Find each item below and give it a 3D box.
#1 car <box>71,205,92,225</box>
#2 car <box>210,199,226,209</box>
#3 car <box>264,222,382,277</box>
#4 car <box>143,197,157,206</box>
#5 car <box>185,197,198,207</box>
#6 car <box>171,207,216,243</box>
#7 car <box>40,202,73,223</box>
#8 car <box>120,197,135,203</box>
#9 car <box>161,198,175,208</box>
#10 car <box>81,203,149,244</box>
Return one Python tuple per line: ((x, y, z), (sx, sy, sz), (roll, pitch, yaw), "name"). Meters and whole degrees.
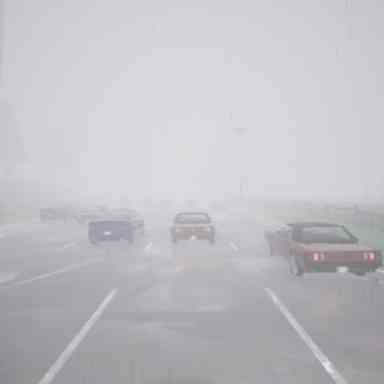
((-6.983, 1.671, 24.634), (1.895, 1.301, 4.718), (-1, 0, 0), "car")
((3.446, 1.565, 44.793), (1.895, 1.301, 4.718), (-1, 0, 0), "car")
((3.572, 1.565, 10.132), (1.895, 1.301, 4.718), (-1, 0, 0), "car")
((-7.099, 1.575, 55.570), (1.837, 1.490, 4.892), (-1, 0, 0), "car")
((-0.076, 1.525, 50.652), (1.812, 1.442, 4.674), (-1, 0, 0), "car")
((0.041, 1.600, 15.960), (1.895, 1.301, 4.718), (-1, 0, 0), "car")
((-10.492, 1.583, 26.925), (1.882, 1.535, 5.008), (-1, 0, 0), "car")
((-10.595, 1.597, 55.077), (2.128, 1.511, 4.902), (-1, 0, 0), "car")
((-3.575, 1.582, 50.254), (2.033, 1.411, 5.357), (-1, 0, 0), "car")
((-3.454, 1.512, 15.988), (1.882, 1.535, 5.008), (-1, 0, 0), "car")
